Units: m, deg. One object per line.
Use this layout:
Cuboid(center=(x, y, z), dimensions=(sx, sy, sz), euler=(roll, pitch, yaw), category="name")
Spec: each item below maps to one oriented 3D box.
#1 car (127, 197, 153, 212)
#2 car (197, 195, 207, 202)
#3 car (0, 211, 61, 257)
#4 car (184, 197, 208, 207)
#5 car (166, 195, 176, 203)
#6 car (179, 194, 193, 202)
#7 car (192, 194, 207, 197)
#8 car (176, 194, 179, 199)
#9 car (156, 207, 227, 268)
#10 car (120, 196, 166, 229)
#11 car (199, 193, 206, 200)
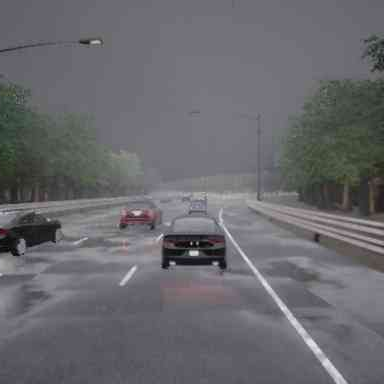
Cuboid(center=(-6.094, 1.447, 39.454), dimensions=(2.128, 1.511, 4.902), euler=(0, 0, 2), category="car")
Cuboid(center=(2.177, 1.347, 70.950), dimensions=(1.882, 1.535, 5.008), euler=(0, 0, 2), category="car")
Cuboid(center=(-6.818, 1.473, 12.975), dimensions=(1.882, 1.535, 5.008), euler=(0, 0, 1), category="car")
Cuboid(center=(0.600, 1.525, 33.234), dimensions=(2.033, 1.411, 5.357), euler=(0, 0, 2), category="car")
Cuboid(center=(-4.925, 1.436, 66.320), dimensions=(1.994, 1.385, 4.181), euler=(0, 0, 2), category="car")
Cuboid(center=(-1.208, 1.339, 73.264), dimensions=(1.882, 1.535, 5.008), euler=(0, 0, 2), category="car")
Cuboid(center=(1.306, 1.460, 50.654), dimensions=(1.812, 1.442, 4.674), euler=(0, 0, 2), category="car")
Cuboid(center=(-4.130, 1.387, 92.175), dimensions=(2.033, 1.411, 5.357), euler=(0, 0, 1), category="car")
Cuboid(center=(0.087, 1.478, 11.333), dimensions=(1.882, 1.535, 5.008), euler=(0, 0, 1), category="car")
Cuboid(center=(-3.141, 1.345, 21.505), dimensions=(2.097, 1.767, 4.553), euler=(0, 0, 1), category="car")
Cuboid(center=(2.840, 1.207, 90.727), dimensions=(2.097, 1.767, 4.553), euler=(0, 0, 1), category="car")
